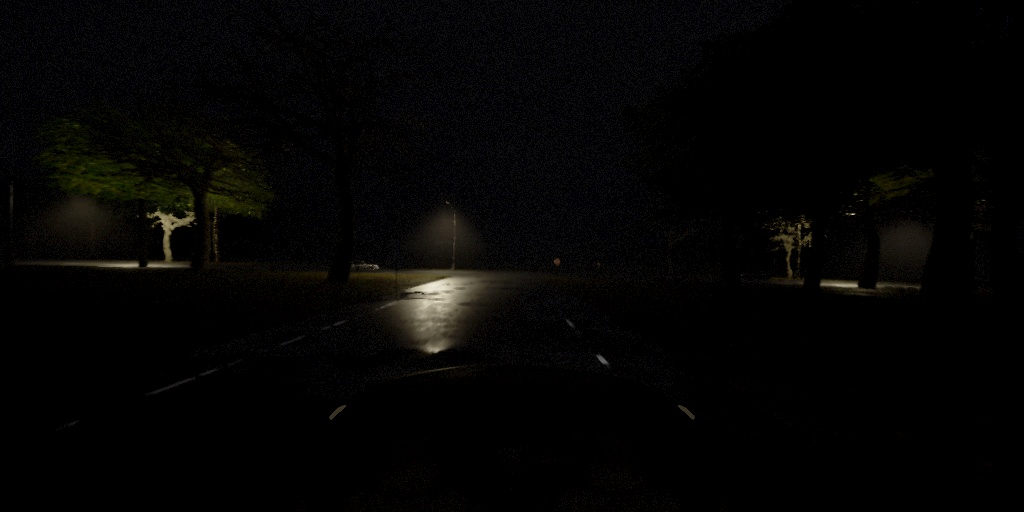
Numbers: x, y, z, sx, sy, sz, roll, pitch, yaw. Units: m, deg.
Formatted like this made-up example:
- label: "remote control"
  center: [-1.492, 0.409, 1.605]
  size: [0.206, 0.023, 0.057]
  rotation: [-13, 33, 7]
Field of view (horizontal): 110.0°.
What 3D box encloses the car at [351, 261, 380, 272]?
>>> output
- label: "car"
  center: [-20.987, 1.398, 50.300]
  size: [4.674, 1.442, 1.812]
  rotation: [2, 0, 0]
